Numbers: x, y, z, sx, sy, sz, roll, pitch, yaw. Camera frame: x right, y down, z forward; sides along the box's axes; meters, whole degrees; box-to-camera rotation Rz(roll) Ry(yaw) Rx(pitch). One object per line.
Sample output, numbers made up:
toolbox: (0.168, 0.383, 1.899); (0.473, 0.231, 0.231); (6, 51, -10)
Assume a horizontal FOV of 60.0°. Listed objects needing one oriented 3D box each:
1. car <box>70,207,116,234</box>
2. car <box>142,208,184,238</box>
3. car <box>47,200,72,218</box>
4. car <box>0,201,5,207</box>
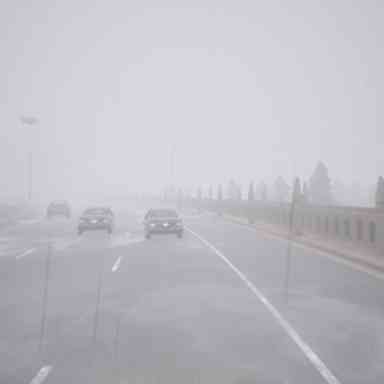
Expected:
car: (-5.522, 1.555, 19.500); (2.033, 1.411, 5.357); (0, 0, -12)
car: (-1.628, 1.542, 17.679); (2.033, 1.411, 5.357); (0, 0, -10)
car: (-12.031, 1.516, 30.280); (2.128, 1.511, 4.902); (0, 0, -18)
car: (-23.389, 1.624, 39.421); (1.994, 1.385, 4.181); (0, 0, -25)
